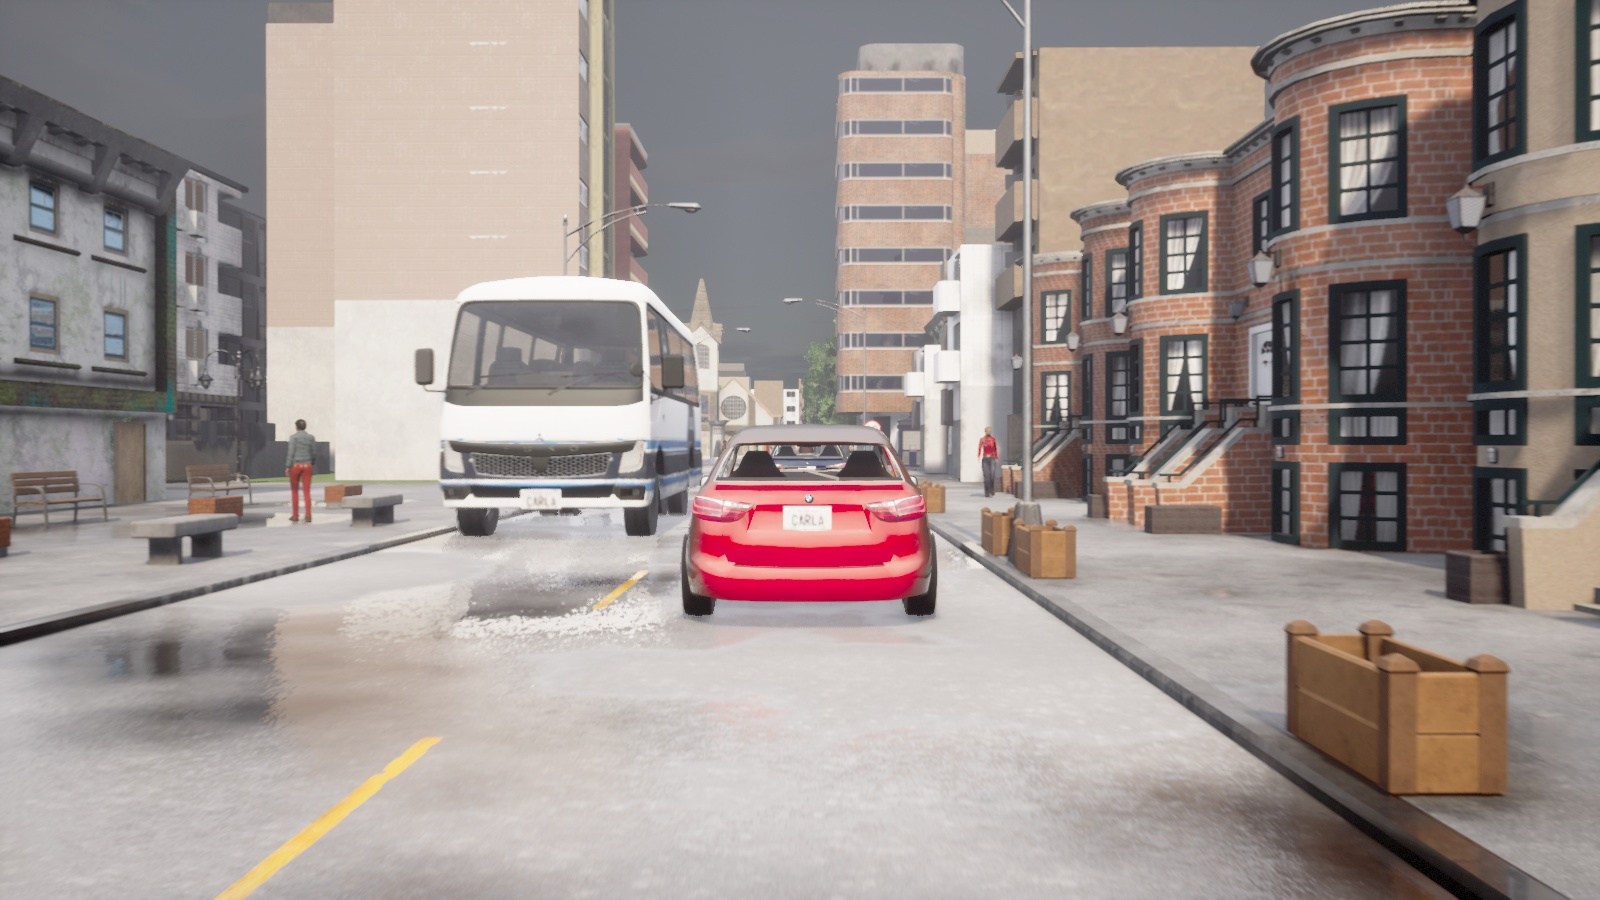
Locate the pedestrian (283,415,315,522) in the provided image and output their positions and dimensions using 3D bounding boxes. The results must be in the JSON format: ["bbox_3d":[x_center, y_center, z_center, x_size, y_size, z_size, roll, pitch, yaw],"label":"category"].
[{"bbox_3d":[-8.801,0.325,22.051,0.353,1.847,0.614,0,0,-39],"label":"pedestrian"}]

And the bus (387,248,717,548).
[{"bbox_3d":[-3.852,-0.762,22.928,3.944,4.253,10.273,0,0,0],"label":"bus"}]

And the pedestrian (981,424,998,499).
[{"bbox_3d":[4.753,0.283,31.459,0.331,1.846,0.636,0,0,0],"label":"pedestrian"}]

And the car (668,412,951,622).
[{"bbox_3d":[0.086,0.522,12.275,2.242,1.667,4.611,0,0,0],"label":"car"}]
